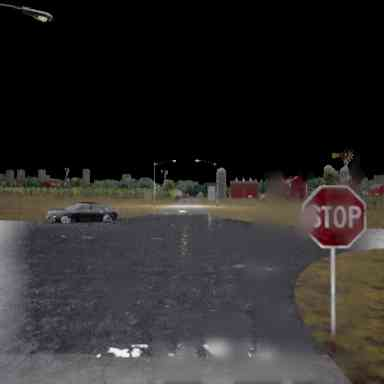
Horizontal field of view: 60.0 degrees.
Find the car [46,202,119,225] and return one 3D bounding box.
[{"bbox_3d":[-7.643,1.501,23.535,4.892,1.490,1.837,2,4,-37],"label":"car"}]
